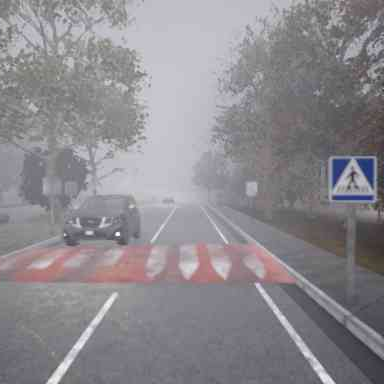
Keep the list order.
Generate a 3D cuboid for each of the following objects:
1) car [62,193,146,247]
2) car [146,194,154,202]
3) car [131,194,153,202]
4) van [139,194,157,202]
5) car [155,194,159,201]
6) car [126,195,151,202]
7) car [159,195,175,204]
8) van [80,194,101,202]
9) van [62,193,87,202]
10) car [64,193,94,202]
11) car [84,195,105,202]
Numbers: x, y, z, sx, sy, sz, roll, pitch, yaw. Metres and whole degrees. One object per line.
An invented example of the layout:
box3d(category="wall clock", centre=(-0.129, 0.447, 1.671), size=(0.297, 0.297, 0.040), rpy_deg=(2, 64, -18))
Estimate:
box3d(category="car", centre=(-3.482, 1.101, 13.966), size=(2.150, 2.045, 5.566), rpy_deg=(-1, -2, -1))
box3d(category="car", centre=(-10.815, 1.288, 65.795), size=(5.366, 1.575, 1.946), rpy_deg=(0, -1, -1))
box3d(category="car", centre=(-11.115, 1.342, 74.112), size=(4.553, 1.767, 2.185), rpy_deg=(0, -2, -1))
box3d(category="van", centre=(-11.310, 1.535, 85.209), size=(4.442, 1.987, 1.878), rpy_deg=(0, -2, -1))
box3d(category="car", centre=(-11.083, 1.287, 76.886), size=(5.566, 2.045, 2.435), rpy_deg=(0, -2, -1))
box3d(category="car", centre=(-11.034, 1.343, 68.561), size=(4.892, 1.521, 2.231), rpy_deg=(0, -1, -1))
box3d(category="car", centre=(-3.860, 1.303, 55.143), size=(1.895, 1.301, 4.718), rpy_deg=(0, 0, 0))
box3d(category="van", centre=(-24.337, 1.408, 79.733), size=(4.442, 1.987, 1.878), rpy_deg=(0, -2, -1))
box3d(category="van", centre=(-24.226, 1.134, 68.538), size=(4.442, 1.987, 1.878), rpy_deg=(0, -1, -1))
box3d(category="car", centre=(-24.165, 1.168, 71.431), size=(5.566, 2.045, 2.435), rpy_deg=(0, -1, -1))
box3d(category="car", centre=(-24.216, 1.582, 82.501), size=(4.553, 1.767, 2.185), rpy_deg=(0, -2, -1))
